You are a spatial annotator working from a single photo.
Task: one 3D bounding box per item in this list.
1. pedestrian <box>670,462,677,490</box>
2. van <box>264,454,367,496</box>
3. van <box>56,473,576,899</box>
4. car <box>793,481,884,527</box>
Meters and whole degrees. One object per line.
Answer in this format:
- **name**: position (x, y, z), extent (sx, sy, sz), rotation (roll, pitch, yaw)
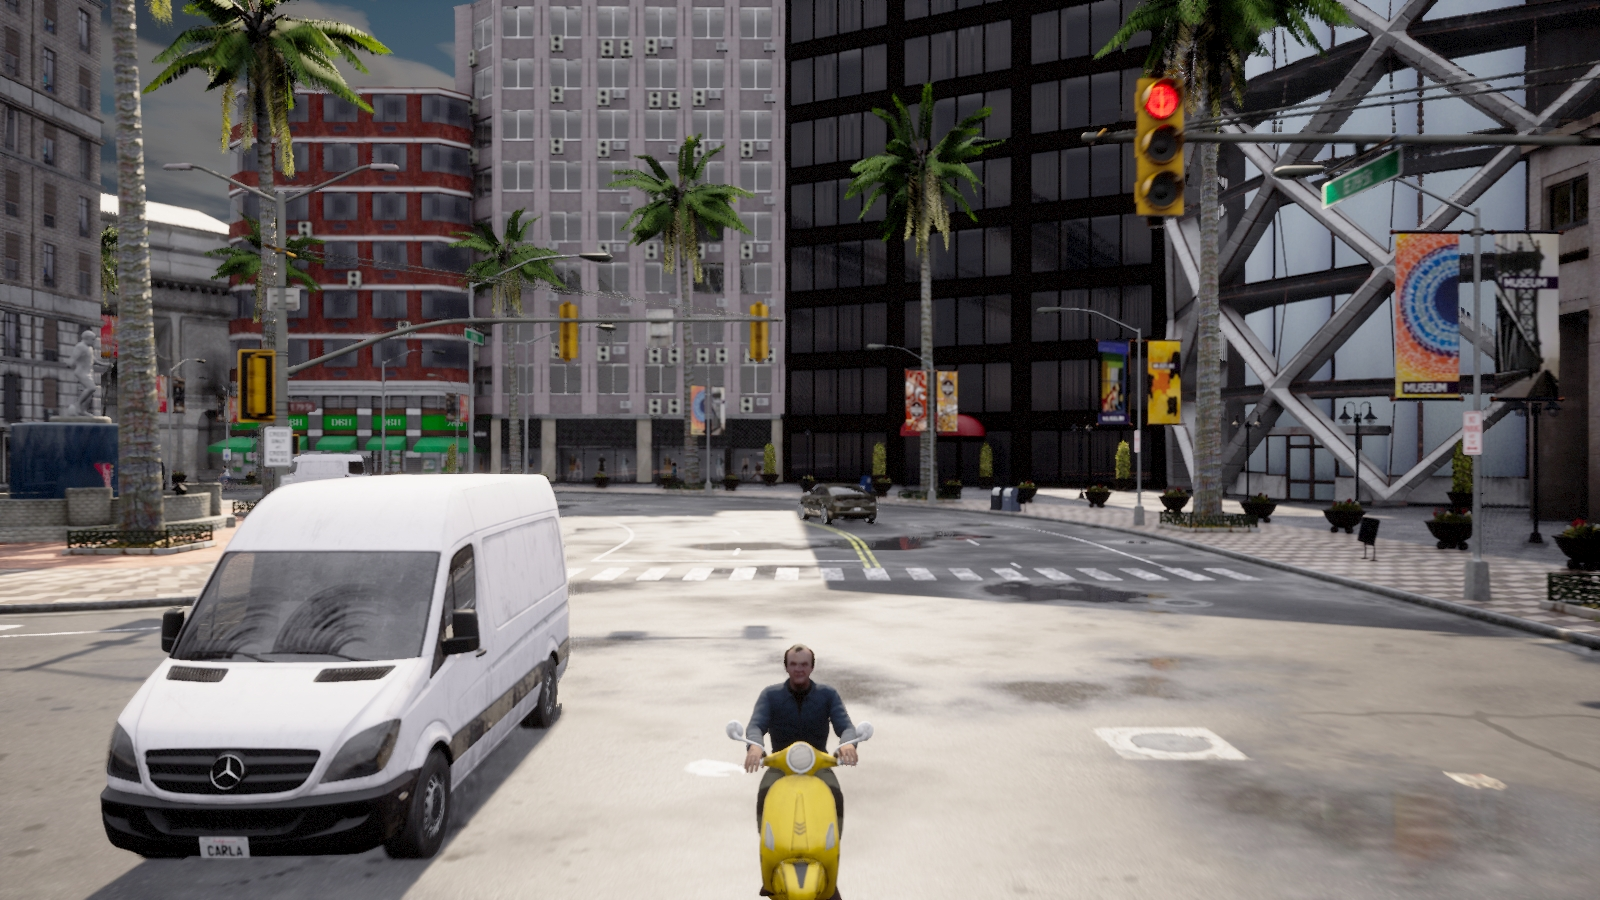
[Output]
- **pedestrian**: position (-8.417, 1.699, 76.156), extent (0.375, 1.860, 0.375), rotation (0, 0, 4)
- **van**: position (-30.240, 1.536, 71.371), extent (5.915, 2.561, 1.988), rotation (0, 0, 14)
- **van**: position (-3.504, 1.534, 9.865), extent (1.988, 2.561, 5.915), rotation (0, 0, 0)
- **car**: position (1.412, 2.035, 44.400), extent (2.097, 1.535, 5.006), rotation (0, 0, -16)
